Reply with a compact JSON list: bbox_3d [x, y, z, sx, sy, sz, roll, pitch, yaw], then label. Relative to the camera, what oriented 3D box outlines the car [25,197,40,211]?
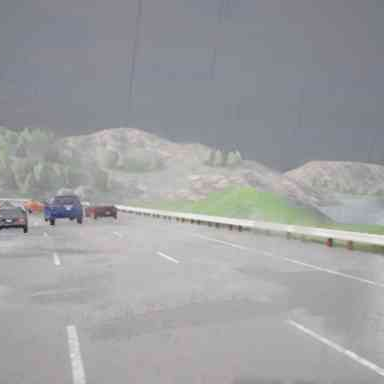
[{"bbox_3d":[-17.510,1.439,37.401,2.097,1.767,4.553,0,0,-34],"label":"car"}]

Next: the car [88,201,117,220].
[{"bbox_3d":[-8.026,1.532,28.915,1.882,1.535,5.008,0,0,-30],"label":"car"}]

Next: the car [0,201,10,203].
[{"bbox_3d":[-19.669,1.636,34.438,2.033,1.411,5.357,0,0,-34],"label":"car"}]

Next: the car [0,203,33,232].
[{"bbox_3d":[-10.992,1.597,20.069,2.033,1.411,5.357,0,0,-29],"label":"car"}]

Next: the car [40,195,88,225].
[{"bbox_3d":[-9.686,1.268,24.854,2.150,2.045,5.566,0,-1,-30],"label":"car"}]
